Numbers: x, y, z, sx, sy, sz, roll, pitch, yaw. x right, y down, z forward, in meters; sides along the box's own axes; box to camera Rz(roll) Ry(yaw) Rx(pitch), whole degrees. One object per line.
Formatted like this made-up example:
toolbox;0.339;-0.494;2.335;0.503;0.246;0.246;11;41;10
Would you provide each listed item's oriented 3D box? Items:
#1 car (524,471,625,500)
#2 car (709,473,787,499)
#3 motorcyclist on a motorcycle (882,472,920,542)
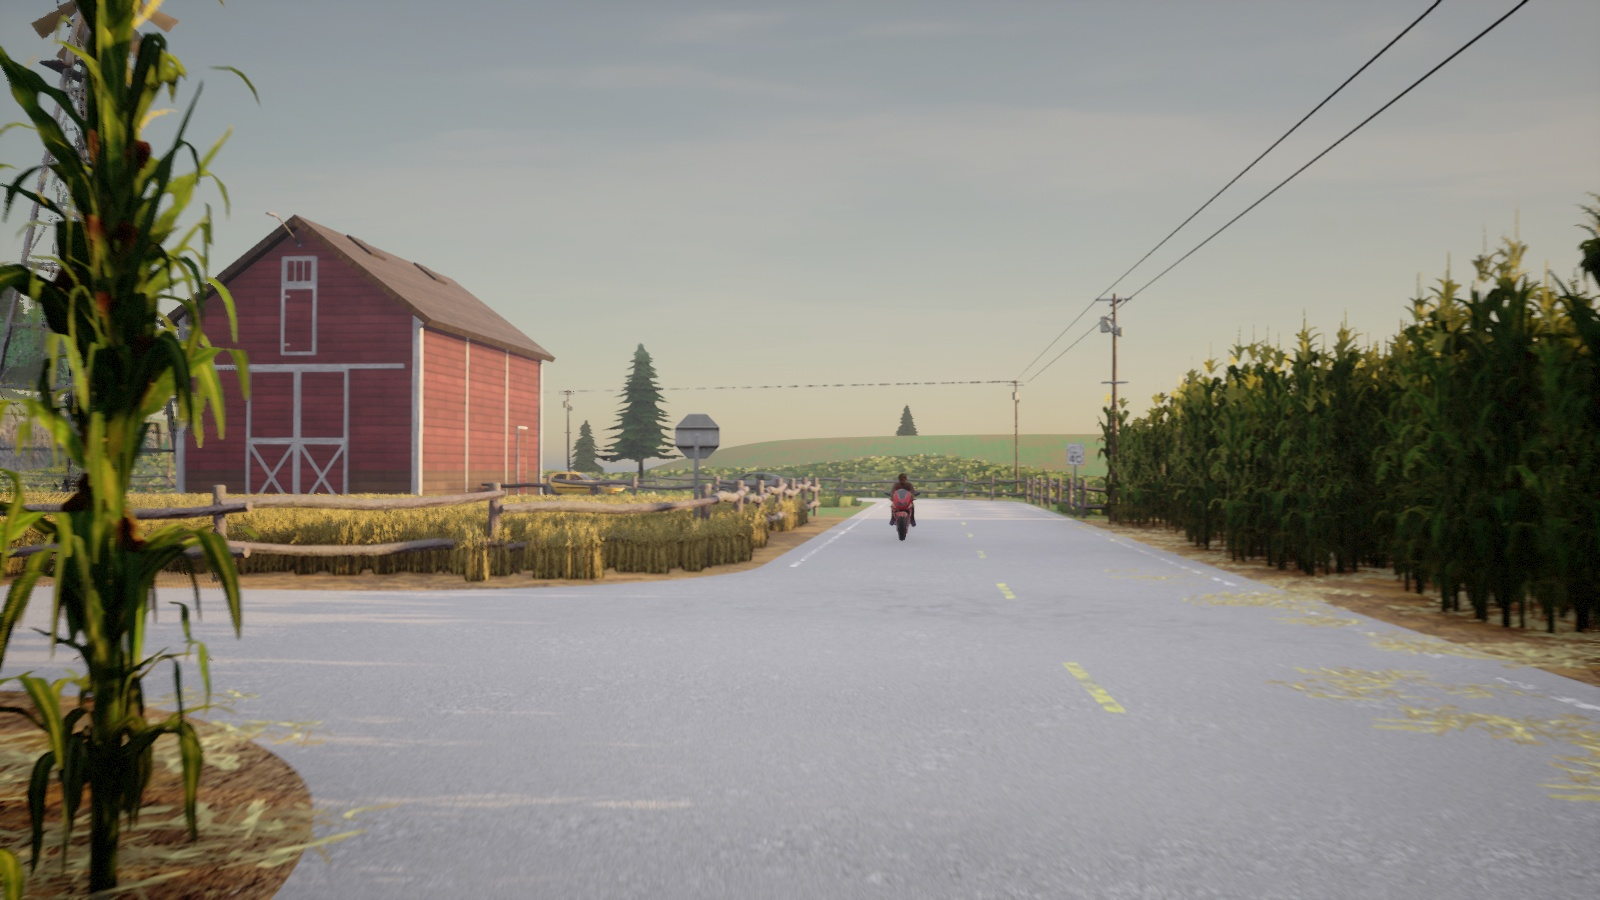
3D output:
car;-12.772;1.999;71.144;5.366;1.575;1.801;0;-1;11
car;-2.996;2.055;72.448;4.193;1.474;1.816;0;-1;11
motorcyclist on a motorcycle;2.309;1.265;28.553;0.797;1.523;2.044;0;-1;6
